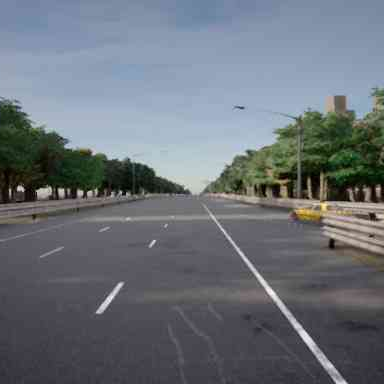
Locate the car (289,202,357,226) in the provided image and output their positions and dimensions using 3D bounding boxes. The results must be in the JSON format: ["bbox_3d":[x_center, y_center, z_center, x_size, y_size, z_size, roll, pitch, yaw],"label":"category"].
[{"bbox_3d":[8.903,1.441,23.219,1.801,1.575,5.366,0,0,-18],"label":"car"}]
